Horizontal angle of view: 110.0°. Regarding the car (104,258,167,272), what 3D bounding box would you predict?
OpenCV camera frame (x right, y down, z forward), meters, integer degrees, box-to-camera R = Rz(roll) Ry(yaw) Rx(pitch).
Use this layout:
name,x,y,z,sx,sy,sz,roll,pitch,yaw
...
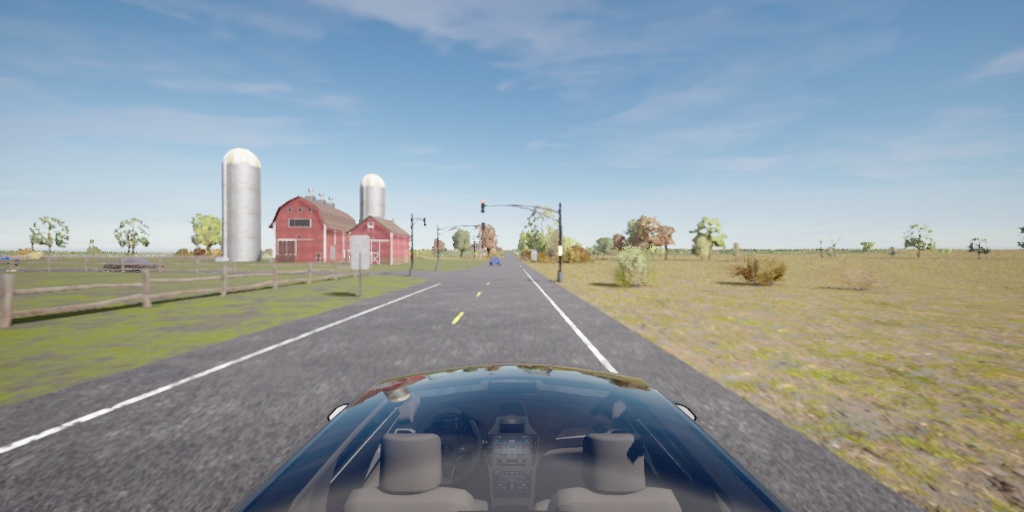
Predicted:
name,x,y,z,sx,sy,sz,roll,pitch,yaw
car,-41.086,0.974,39.129,5.357,1.411,2.033,1,0,0
